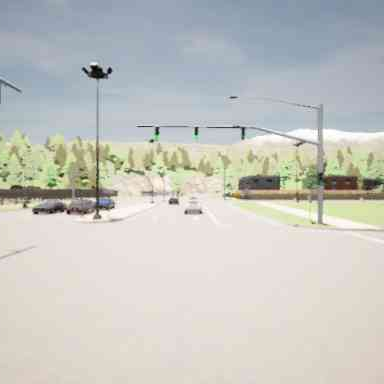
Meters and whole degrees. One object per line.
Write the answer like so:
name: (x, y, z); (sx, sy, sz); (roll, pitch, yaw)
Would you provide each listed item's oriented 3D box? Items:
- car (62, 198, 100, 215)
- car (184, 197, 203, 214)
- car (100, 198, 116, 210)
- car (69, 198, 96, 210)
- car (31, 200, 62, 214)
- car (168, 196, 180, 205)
car: (-11.465, 1.577, 34.549); (1.994, 1.385, 4.181); (0, 0, 0)
car: (0.120, 1.545, 35.328); (1.812, 1.442, 4.674); (0, 0, 0)
car: (-11.374, 1.495, 43.513); (1.882, 1.535, 5.008); (0, 0, 1)
car: (-14.845, 1.564, 45.439); (2.033, 1.411, 5.357); (0, 0, 0)
car: (-14.957, 1.559, 35.382); (2.033, 1.411, 5.357); (0, 0, 0)
car: (-3.291, 1.522, 60.768); (2.128, 1.511, 4.902); (0, 0, 0)
